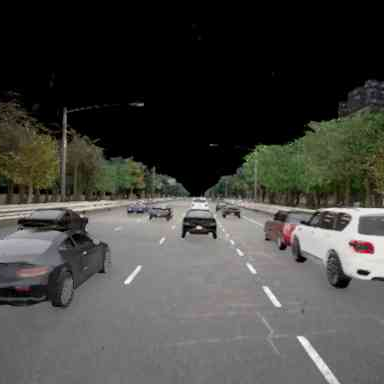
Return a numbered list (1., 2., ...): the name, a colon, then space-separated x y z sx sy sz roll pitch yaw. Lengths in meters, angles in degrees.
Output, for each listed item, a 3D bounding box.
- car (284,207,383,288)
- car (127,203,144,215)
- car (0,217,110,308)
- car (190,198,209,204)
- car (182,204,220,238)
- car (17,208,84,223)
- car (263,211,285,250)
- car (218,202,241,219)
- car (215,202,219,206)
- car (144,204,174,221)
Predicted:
1. car: 4.685 1.454 9.999 2.150 2.045 5.566 1 -1 1
2. car: -6.134 1.957 38.437 1.895 1.301 4.718 1 -1 1
3. car: -3.316 1.550 7.854 1.812 1.442 4.674 1 -1 1
4. car: 0.980 1.792 42.757 2.150 2.045 5.566 1 -1 1
5. car: 0.437 1.737 19.659 1.882 1.535 5.008 1 -1 1
6. car: -6.632 1.539 16.468 1.882 1.535 5.008 1 -1 1
7. car: 4.809 1.660 15.927 2.097 1.767 4.553 1 -1 1
8. car: 4.257 2.068 36.740 1.837 1.490 4.892 1 -2 2
9. car: 4.570 2.281 50.835 1.812 1.442 4.674 1 -1 1
10. car: -2.803 1.828 31.123 2.128 1.511 4.902 1 -1 1
